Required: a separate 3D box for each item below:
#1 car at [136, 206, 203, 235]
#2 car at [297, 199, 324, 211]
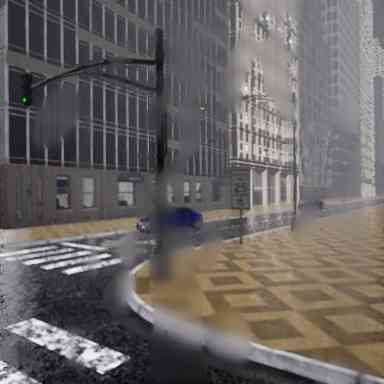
[{"bbox_3d":[-1.130,1.572,19.266,1.812,1.442,4.674,-1,0,36],"label":"car"},{"bbox_3d":[14.455,1.508,40.263,2.033,1.411,5.357,-1,0,37],"label":"car"}]
